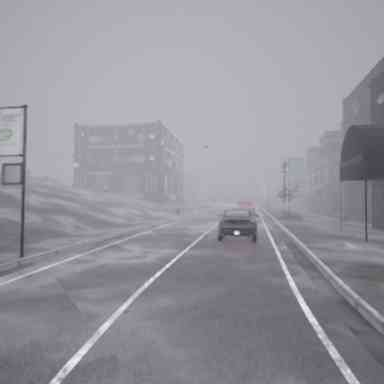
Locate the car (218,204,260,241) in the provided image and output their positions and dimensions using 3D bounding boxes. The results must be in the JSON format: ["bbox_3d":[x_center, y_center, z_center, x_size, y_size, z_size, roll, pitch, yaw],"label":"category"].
[{"bbox_3d":[2.410,1.590,17.298,1.837,1.490,4.892,0,0,10],"label":"car"}]

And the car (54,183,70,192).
[{"bbox_3d":[-27.897,-0.872,71.714,2.163,1.488,4.792,1,-4,-8],"label":"car"}]

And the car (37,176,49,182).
[{"bbox_3d":[-25.969,-1.879,55.190,2.002,1.452,4.674,1,-3,-5],"label":"car"}]

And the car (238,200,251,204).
[{"bbox_3d":[5.994,1.771,37.774,2.097,1.767,4.553,0,-1,10],"label":"car"}]

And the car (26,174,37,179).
[{"bbox_3d":[-25.534,-2.177,49.672,2.002,1.452,4.674,1,-3,-4],"label":"car"}]

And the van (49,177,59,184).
[{"bbox_3d":[-26.497,-1.817,60.842,1.878,1.987,4.442,1,-3,-5],"label":"van"}]

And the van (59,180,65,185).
[{"bbox_3d":[-27.153,-1.476,66.332,1.878,1.987,4.442,1,-4,-7],"label":"van"}]
